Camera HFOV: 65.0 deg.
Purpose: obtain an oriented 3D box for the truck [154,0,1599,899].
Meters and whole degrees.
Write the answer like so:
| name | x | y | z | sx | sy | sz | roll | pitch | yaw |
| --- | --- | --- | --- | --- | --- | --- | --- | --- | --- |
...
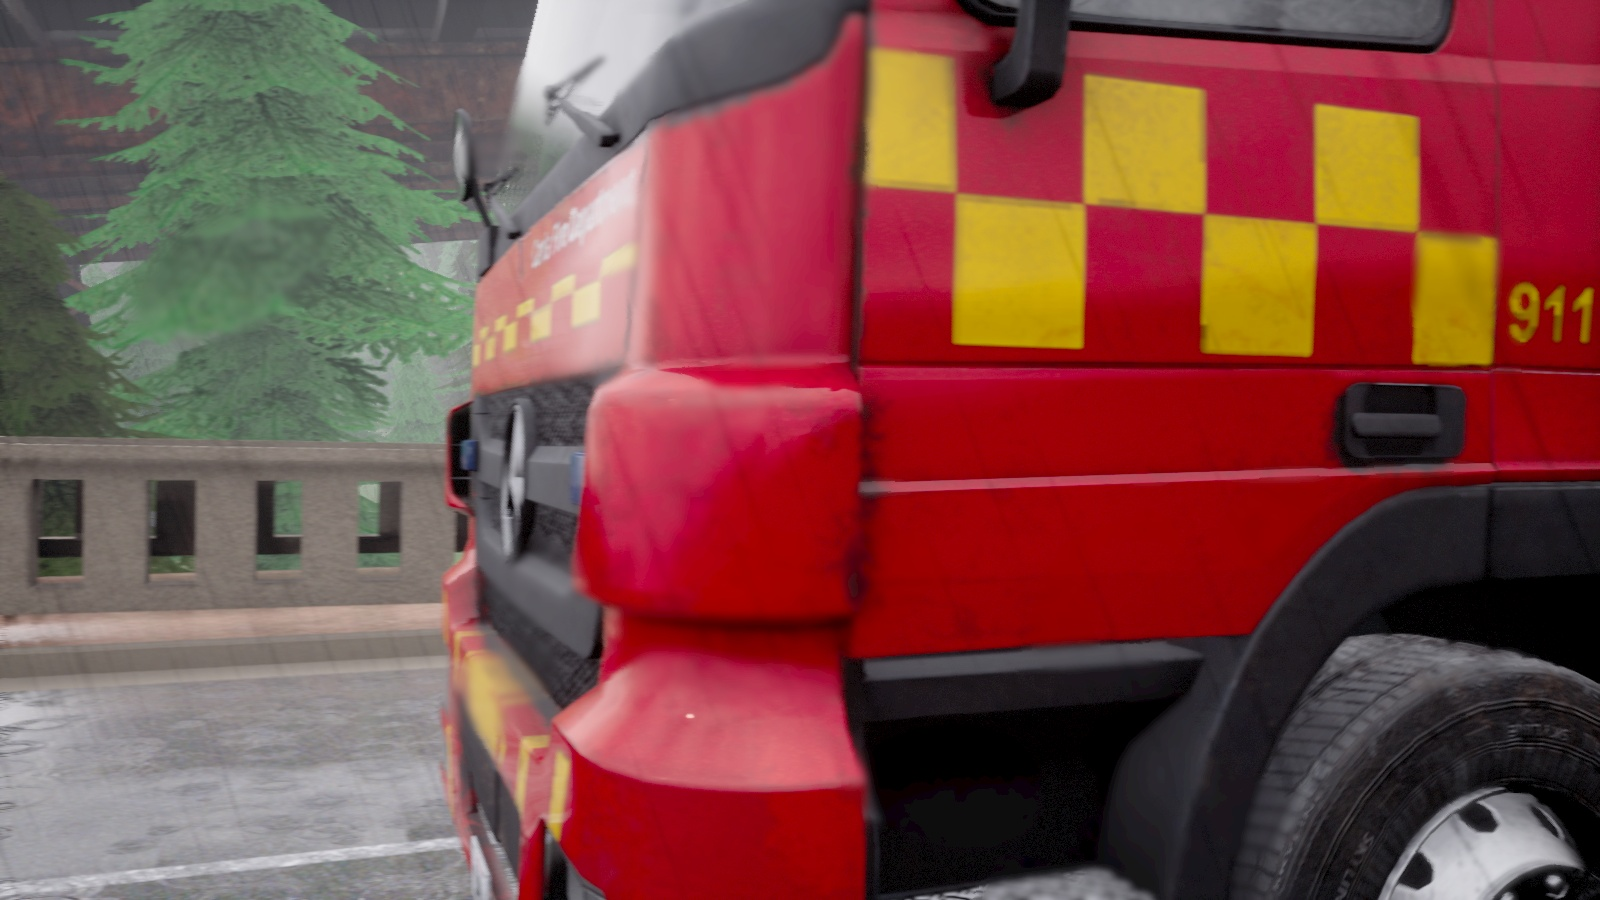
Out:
| name | x | y | z | sx | sy | sz | roll | pitch | yaw |
| --- | --- | --- | --- | --- | --- | --- | --- | --- | --- |
| truck | 2.724 | -0.456 | 4.258 | 8.468 | 3.827 | 2.891 | -1 | 1 | -21 |
